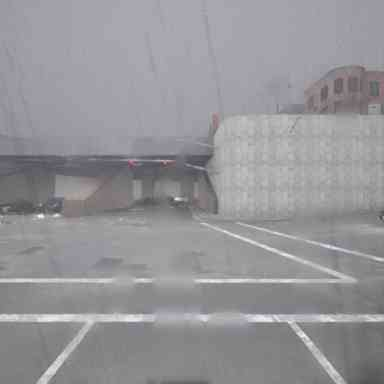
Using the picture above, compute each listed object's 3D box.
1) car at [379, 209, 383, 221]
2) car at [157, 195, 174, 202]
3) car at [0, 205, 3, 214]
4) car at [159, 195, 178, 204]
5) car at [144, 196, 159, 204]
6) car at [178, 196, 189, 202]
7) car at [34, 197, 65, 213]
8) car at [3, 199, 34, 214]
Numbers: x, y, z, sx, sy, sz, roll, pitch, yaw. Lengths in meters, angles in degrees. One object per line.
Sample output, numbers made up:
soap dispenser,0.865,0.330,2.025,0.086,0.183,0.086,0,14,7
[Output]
car,12.783,0.873,18.231,4.674,1.442,1.812,-7,0,-1
car,-5.967,1.500,75.436,1.837,1.490,4.892,0,0,24
car,-13.829,1.223,20.085,2.150,2.045,5.566,0,0,-9
car,-4.591,1.491,65.168,2.128,1.511,4.902,0,0,4
car,-8.112,1.547,65.004,2.033,1.411,5.357,0,0,4
car,-2.287,1.524,75.182,1.812,1.442,4.674,0,0,28
car,-14.929,1.351,36.259,2.097,1.767,4.553,0,0,-2
car,-18.404,1.491,35.221,2.128,1.511,4.902,0,0,-2
